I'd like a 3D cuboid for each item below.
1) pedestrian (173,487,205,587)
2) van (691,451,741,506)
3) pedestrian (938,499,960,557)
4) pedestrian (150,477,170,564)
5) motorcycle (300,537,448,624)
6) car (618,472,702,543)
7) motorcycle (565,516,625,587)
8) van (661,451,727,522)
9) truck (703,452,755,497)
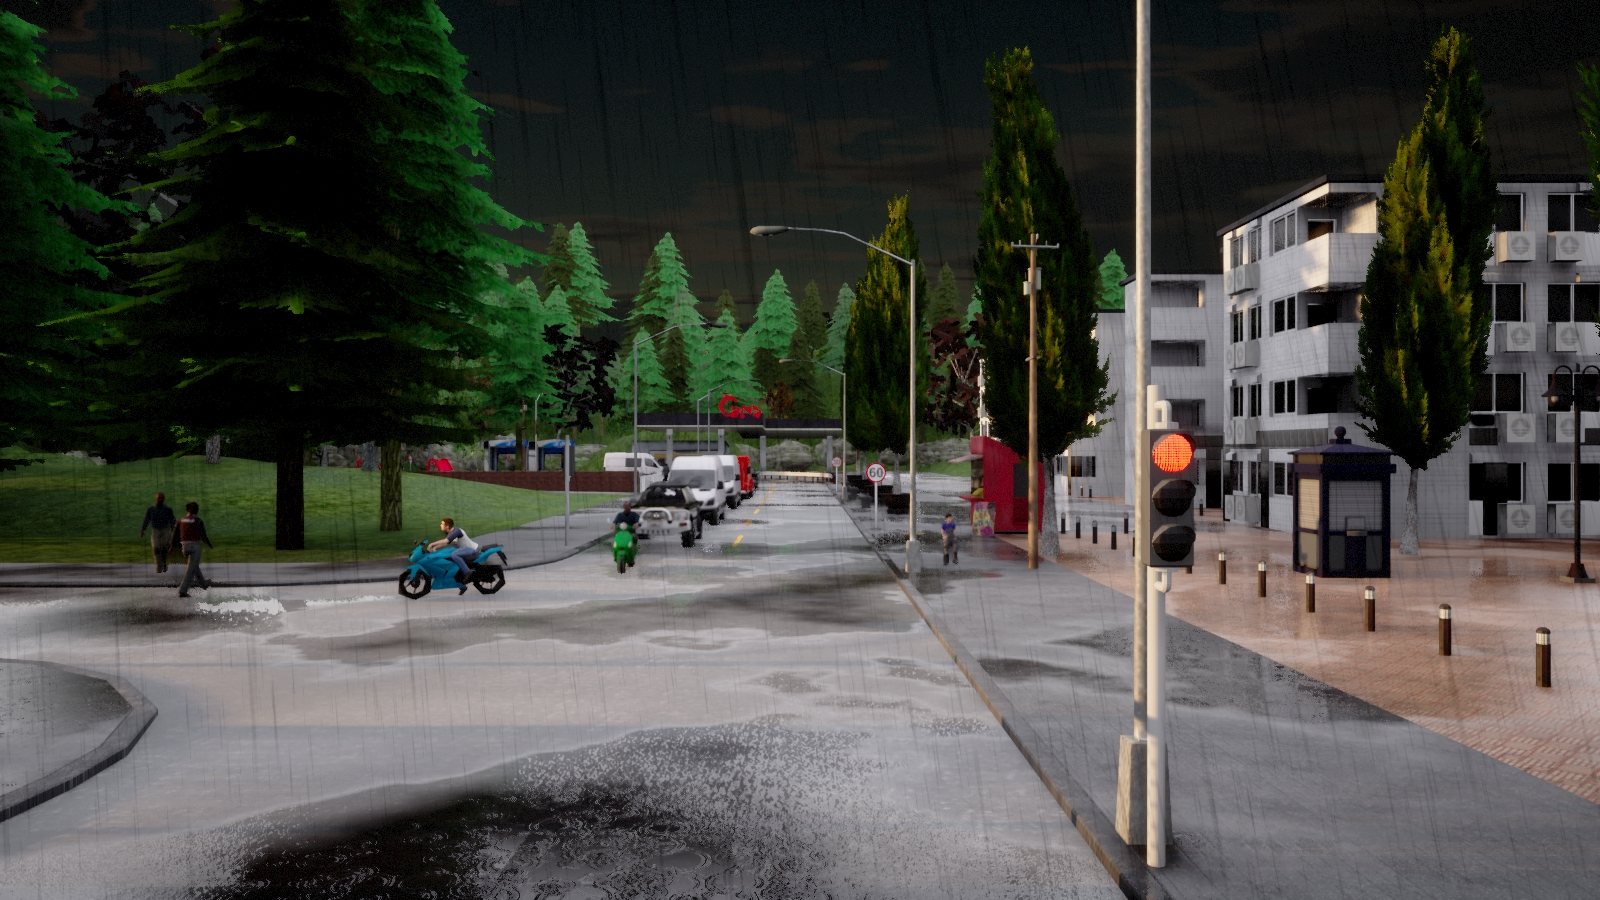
[{"bbox_3d":[-11.464,1.625,21.441,0.375,1.860,0.375,0,0,6],"label":"pedestrian"},{"bbox_3d":[-4.003,1.305,55.572,1.988,2.561,5.915,0,0,0],"label":"van"},{"bbox_3d":[3.442,1.800,26.381,0.375,1.300,0.375,0,0,-16],"label":"pedestrian"},{"bbox_3d":[-13.960,1.520,24.917,0.375,1.860,0.375,0,0,-29],"label":"pedestrian"},{"bbox_3d":[-6.593,1.990,17.707,2.033,1.145,0.803,0,0,-30],"label":"motorcycle"},{"bbox_3d":[-4.061,1.637,33.892,1.932,1.855,4.605,0,0,0],"label":"car"},{"bbox_3d":[-3.994,1.958,22.374,0.856,1.236,1.805,0,0,0],"label":"motorcycle"},{"bbox_3d":[-4.012,1.307,44.021,1.988,2.561,5.915,0,0,0],"label":"van"},{"bbox_3d":[-3.990,1.338,65.049,2.627,2.467,5.204,0,0,0],"label":"truck"}]
